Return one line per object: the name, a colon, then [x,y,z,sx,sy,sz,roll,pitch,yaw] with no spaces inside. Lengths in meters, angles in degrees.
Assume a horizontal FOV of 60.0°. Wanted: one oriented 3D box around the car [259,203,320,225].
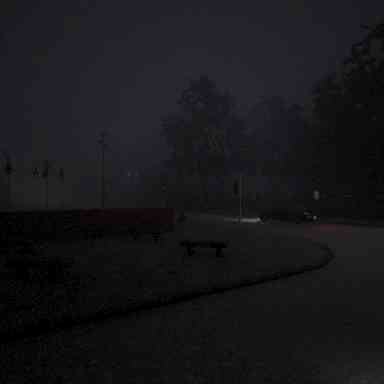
car: [6.948,1.526,24.117,1.812,1.442,4.674,0,0,-33]
